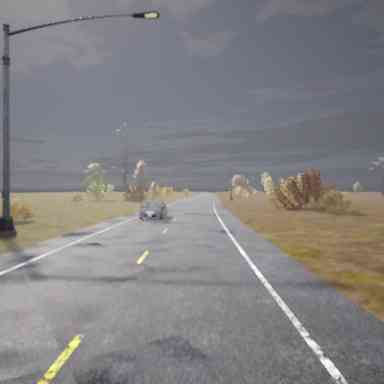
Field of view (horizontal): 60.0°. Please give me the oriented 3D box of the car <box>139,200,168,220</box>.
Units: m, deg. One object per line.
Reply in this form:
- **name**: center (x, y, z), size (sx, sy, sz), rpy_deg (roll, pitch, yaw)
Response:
- **car**: center (-3.029, 1.409, 26.858), size (2.128, 1.511, 4.902), rpy_deg (0, 0, 2)
